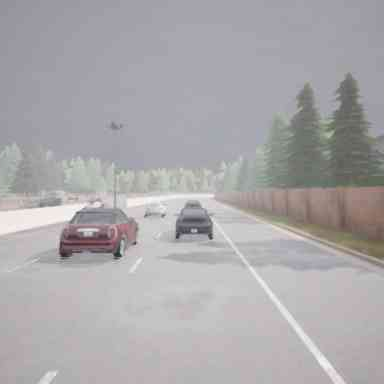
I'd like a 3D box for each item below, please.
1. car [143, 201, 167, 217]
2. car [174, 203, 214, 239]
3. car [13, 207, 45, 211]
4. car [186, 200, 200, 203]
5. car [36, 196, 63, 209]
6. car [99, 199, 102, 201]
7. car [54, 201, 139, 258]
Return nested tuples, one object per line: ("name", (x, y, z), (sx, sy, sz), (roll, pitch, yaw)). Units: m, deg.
("car", (-3.406, 1.620, 31.929), (1.812, 1.442, 4.674), (0, 0, 0))
("car", (0.105, 1.558, 17.806), (1.837, 1.490, 4.892), (0, 0, 0))
("car", (-14.083, 1.613, 29.535), (1.812, 1.442, 4.674), (0, 0, 0))
("car", (0.102, 1.611, 35.834), (1.837, 1.490, 4.892), (0, 0, 0))
("car", (-21.098, 1.498, 49.432), (2.097, 1.767, 4.553), (0, 0, 0))
("car", (-6.893, 1.565, 24.841), (2.128, 1.511, 4.902), (0, 0, 0))
("car", (-3.396, 1.391, 13.000), (2.097, 1.767, 4.553), (0, 0, 0))
